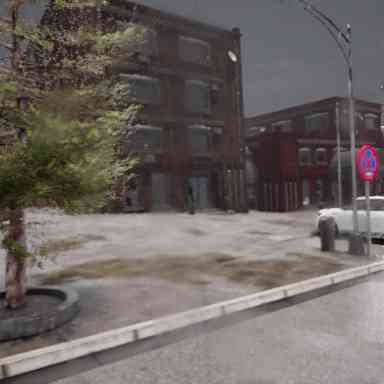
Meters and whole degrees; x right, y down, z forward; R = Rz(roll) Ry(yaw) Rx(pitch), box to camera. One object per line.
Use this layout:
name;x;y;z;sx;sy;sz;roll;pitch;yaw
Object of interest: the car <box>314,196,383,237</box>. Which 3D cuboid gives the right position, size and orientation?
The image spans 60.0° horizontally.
car;8.346;1.181;14.993;2.435;2.045;5.566;0;0;-36
